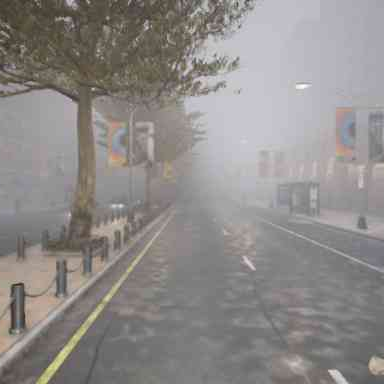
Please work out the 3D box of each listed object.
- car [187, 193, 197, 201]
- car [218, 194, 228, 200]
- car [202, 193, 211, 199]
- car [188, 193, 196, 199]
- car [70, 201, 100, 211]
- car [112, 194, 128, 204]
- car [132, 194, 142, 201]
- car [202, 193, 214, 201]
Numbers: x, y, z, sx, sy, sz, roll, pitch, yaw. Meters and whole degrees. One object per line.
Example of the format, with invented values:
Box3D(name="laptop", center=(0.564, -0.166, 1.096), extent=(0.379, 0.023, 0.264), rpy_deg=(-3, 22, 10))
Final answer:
Box3D(name="car", center=(-0.010, 1.032, 70.051), extent=(1.837, 1.490, 4.892), rpy_deg=(0, 0, 0))
Box3D(name="car", center=(6.739, 1.117, 72.712), extent=(1.895, 1.301, 4.718), rpy_deg=(0, 0, 0))
Box3D(name="car", center=(3.489, 0.894, 80.199), extent=(1.895, 1.301, 4.718), rpy_deg=(0, 0, 0))
Box3D(name="car", center=(-0.011, 0.851, 80.168), extent=(1.994, 1.385, 4.181), rpy_deg=(0, 0, 0))
Box3D(name="car", center=(-11.617, 1.362, 36.173), extent=(1.895, 1.301, 4.718), rpy_deg=(0, 0, 0))
Box3D(name="car", center=(-11.572, 1.139, 53.540), extent=(2.128, 1.511, 4.902), rpy_deg=(0, 0, 0))
Box3D(name="car", center=(-11.510, 1.070, 68.968), extent=(1.812, 1.442, 4.674), rpy_deg=(0, 0, 0))
Box3D(name="car", center=(3.490, 1.083, 70.405), extent=(1.994, 1.385, 4.181), rpy_deg=(0, 0, 0))
